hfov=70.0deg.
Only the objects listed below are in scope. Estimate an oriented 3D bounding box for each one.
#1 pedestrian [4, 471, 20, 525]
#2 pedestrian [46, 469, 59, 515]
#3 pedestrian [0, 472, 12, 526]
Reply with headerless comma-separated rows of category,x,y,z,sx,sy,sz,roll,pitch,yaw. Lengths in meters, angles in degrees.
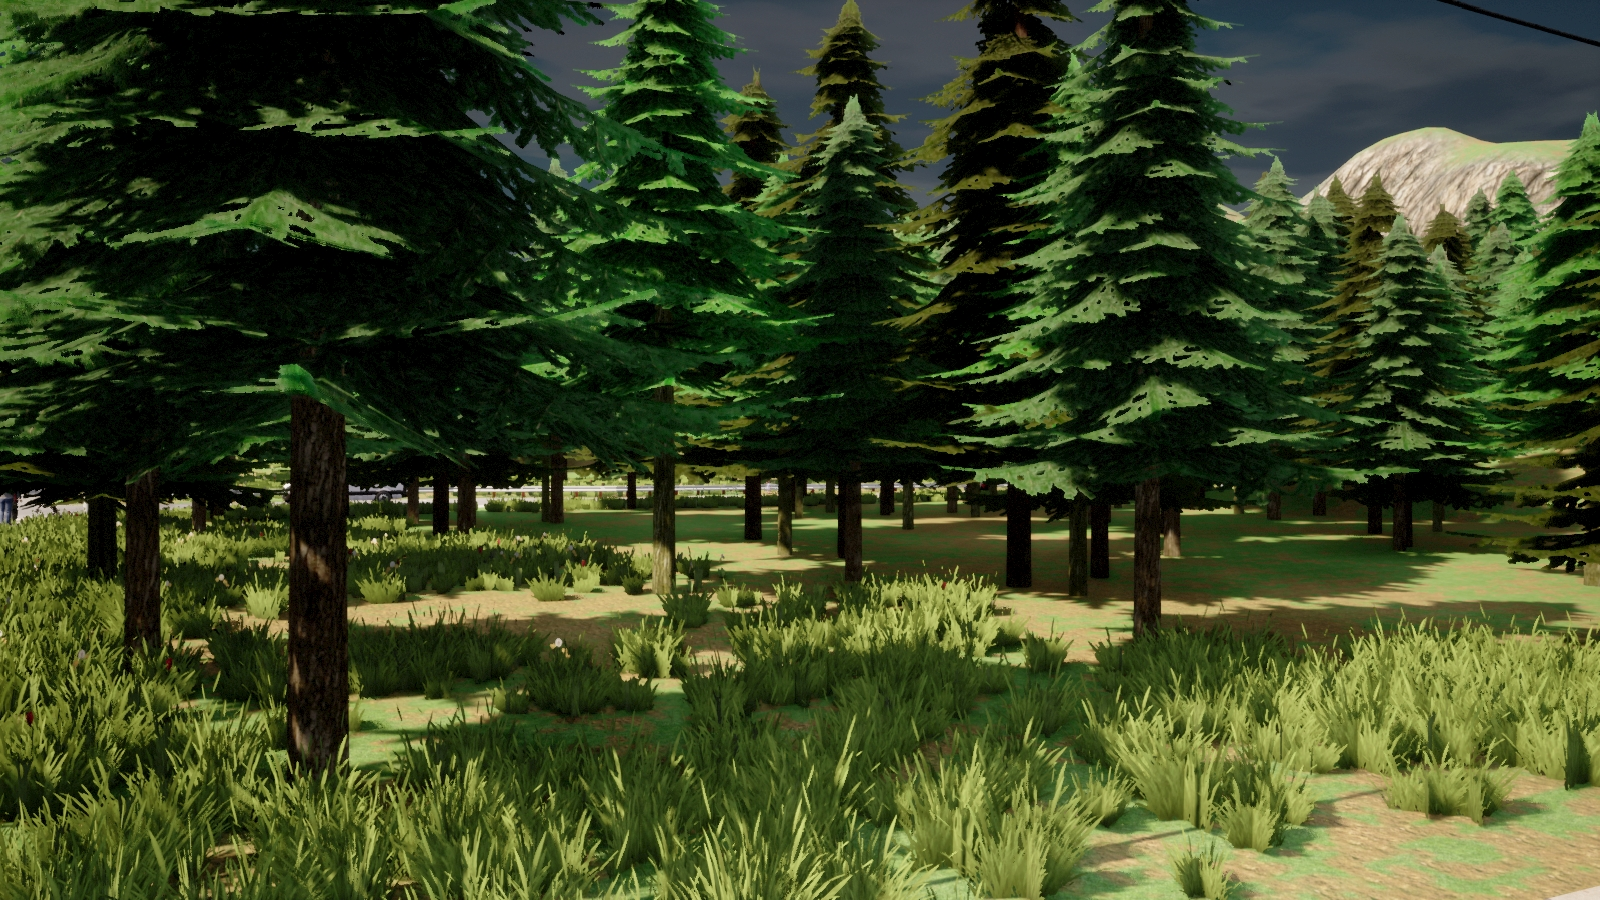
pedestrian,-27.839,1.694,40.367,0.375,1.860,0.375,0,0,34
pedestrian,-30.167,1.682,46.099,0.375,1.860,0.375,0,0,-23
pedestrian,-27.551,1.694,39.628,0.375,1.860,0.375,0,0,-34
